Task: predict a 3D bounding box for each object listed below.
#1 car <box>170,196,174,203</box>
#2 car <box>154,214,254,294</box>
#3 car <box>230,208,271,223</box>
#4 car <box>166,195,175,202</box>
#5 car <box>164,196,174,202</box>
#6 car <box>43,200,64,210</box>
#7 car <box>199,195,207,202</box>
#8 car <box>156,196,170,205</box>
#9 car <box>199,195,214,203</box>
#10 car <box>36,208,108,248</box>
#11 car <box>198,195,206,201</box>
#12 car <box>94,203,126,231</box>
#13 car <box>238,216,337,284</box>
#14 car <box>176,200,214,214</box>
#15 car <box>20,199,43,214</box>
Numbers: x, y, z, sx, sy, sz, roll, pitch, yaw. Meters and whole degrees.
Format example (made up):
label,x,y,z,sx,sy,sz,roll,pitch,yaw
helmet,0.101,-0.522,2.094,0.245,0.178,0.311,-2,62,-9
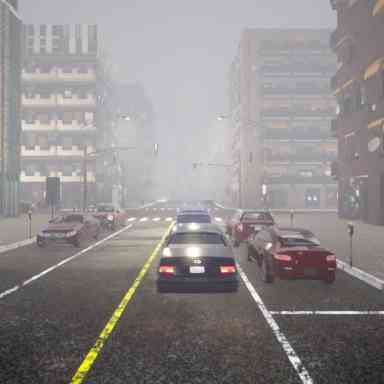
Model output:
label,x,y,z,sx,sy,sz,roll,pitch,yaw
car,-5.295,1.536,69.756,1.752,1.417,4.829,1,0,0
car,0.102,1.550,8.948,2.033,1.411,5.357,0,0,0
car,2.578,1.444,14.842,1.967,1.590,4.097,1,0,0
car,-5.293,1.557,81.267,1.887,1.381,4.507,1,0,0
car,-5.294,1.577,75.597,1.947,1.339,4.313,1,0,0
car,-17.617,1.591,39.760,4.313,1.339,1.947,0,-1,0
car,2.587,1.557,81.296,1.887,1.381,4.507,1,0,0
car,-5.296,1.535,58.414,1.752,1.417,4.829,1,0,0
car,2.583,1.560,52.941,2.008,1.369,4.403,1,0,0
car,-5.309,1.585,14.821,1.802,1.307,4.206,1,0,0
car,2.588,1.563,86.967,2.008,1.369,4.403,1,0,0
car,-5.310,1.445,20.371,1.967,1.590,4.097,1,0,0
car,2.575,1.584,9.293,1.802,1.307,4.206,1,0,0
car,0.096,1.482,19.590,1.882,1.535,5.008,0,0,0
car,-17.557,1.241,31.884,5.009,1.841,2.192,0,-1,0
